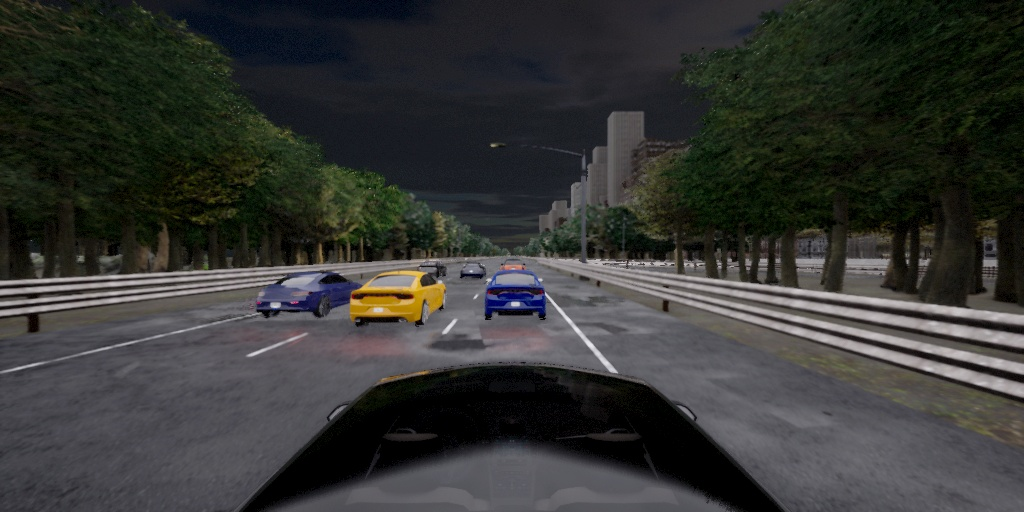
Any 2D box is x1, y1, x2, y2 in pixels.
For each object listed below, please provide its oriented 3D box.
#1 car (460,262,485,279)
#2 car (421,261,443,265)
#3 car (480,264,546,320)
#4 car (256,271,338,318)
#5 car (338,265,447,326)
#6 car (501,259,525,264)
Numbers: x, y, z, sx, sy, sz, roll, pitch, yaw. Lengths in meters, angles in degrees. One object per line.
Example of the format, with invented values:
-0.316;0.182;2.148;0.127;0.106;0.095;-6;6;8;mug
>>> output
-3.393;1.242;31.869;1.994;1.385;4.181;0;0;0;car
-6.894;1.172;31.246;2.128;1.511;4.902;0;0;0;car
0.103;1.215;12.684;1.882;1.535;5.008;0;0;0;car
-6.899;1.263;12.764;1.812;1.442;4.674;0;0;0;car
-3.398;1.217;11.597;1.882;1.535;5.008;0;0;0;car
0.106;1.033;31.034;2.097;1.767;4.553;0;0;0;car
